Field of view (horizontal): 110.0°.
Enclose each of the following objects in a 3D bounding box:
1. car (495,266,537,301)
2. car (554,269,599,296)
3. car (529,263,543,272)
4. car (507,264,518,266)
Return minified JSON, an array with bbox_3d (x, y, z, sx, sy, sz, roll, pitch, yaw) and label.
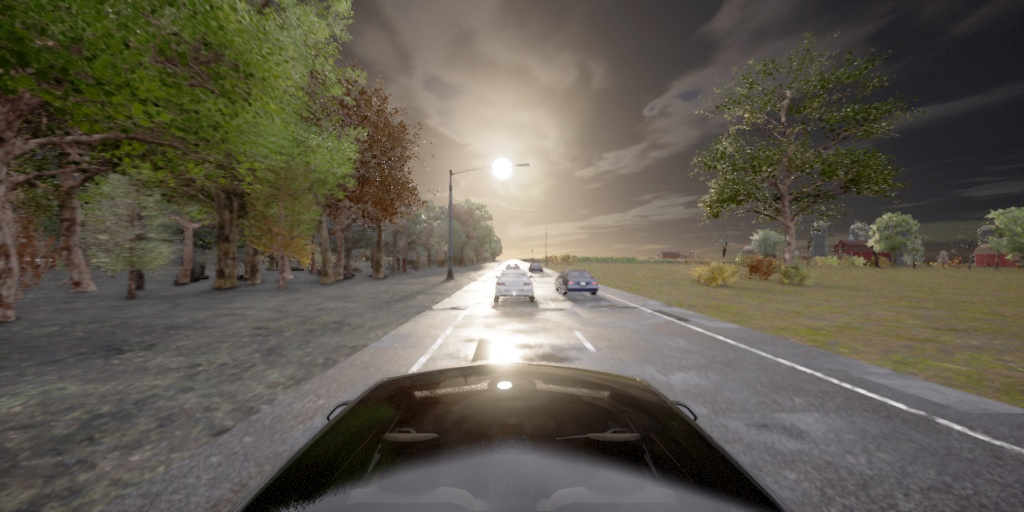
[{"bbox_3d":[0.099,1.413,18.103,1.812,1.442,4.674,0,0,0],"label":"car"},{"bbox_3d":[3.597,1.457,20.698,2.033,1.411,5.357,0,0,0],"label":"car"},{"bbox_3d":[3.596,1.740,55.084,1.994,1.385,4.181,0,0,0],"label":"car"},{"bbox_3d":[0.098,1.646,45.008,2.033,1.411,5.357,0,0,0],"label":"car"}]
